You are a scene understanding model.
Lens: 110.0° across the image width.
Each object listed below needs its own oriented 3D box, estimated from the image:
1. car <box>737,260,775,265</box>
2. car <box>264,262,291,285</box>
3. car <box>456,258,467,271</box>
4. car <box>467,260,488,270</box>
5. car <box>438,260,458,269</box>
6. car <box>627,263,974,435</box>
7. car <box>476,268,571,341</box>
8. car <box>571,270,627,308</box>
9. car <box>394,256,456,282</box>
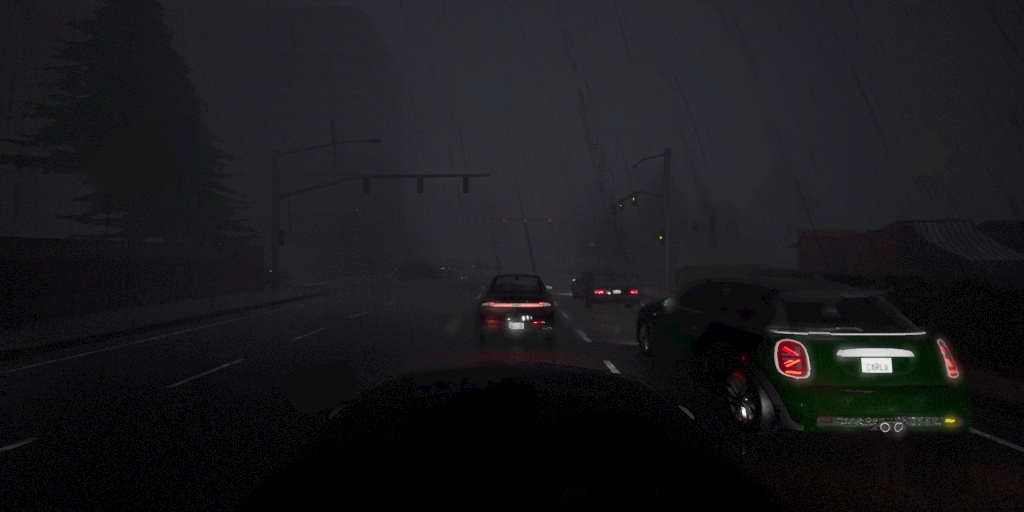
[{"bbox_3d":[20.359,1.157,29.104,4.553,1.767,2.097,0,0,1],"label":"car"},{"bbox_3d":[-18.795,1.157,26.217,4.553,1.767,2.097,0,0,1],"label":"car"},{"bbox_3d":[-7.624,1.102,47.906,2.097,1.767,4.553,0,0,-12],"label":"car"},{"bbox_3d":[-4.714,1.314,51.535,1.994,1.385,4.181,0,0,-18],"label":"car"},{"bbox_3d":[-10.192,1.351,56.521,1.895,1.301,4.718,0,0,-26],"label":"car"},{"bbox_3d":[3.630,1.102,5.677,2.097,1.767,4.553,0,0,0],"label":"car"},{"bbox_3d":[0.135,1.242,9.873,2.128,1.511,4.902,0,0,1],"label":"car"},{"bbox_3d":[3.707,1.297,15.050,2.033,1.411,5.357,0,0,1],"label":"car"},{"bbox_3d":[-7.243,1.143,29.533,4.553,1.767,2.097,0,0,1],"label":"car"}]
